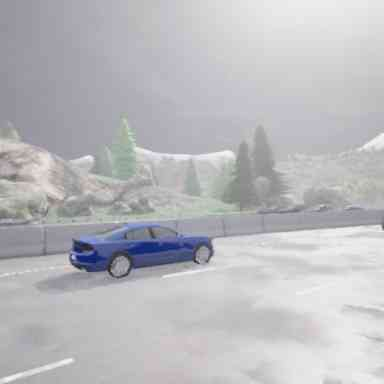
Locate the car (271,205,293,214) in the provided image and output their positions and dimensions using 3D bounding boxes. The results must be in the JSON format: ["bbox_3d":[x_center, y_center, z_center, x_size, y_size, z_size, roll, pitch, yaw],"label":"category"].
[{"bbox_3d":[12.456,2.258,40.107,5.008,1.535,1.882,0,-2,-26],"label":"car"}]

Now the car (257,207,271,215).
[{"bbox_3d":[11.183,2.437,43.375,5.357,1.411,2.033,0,-1,-26],"label":"car"}]

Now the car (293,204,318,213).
[{"bbox_3d":[14.217,2.198,37.071,4.902,1.511,2.128,0,-1,-26],"label":"car"}]

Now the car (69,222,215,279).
[{"bbox_3d":[-1.475,1.766,11.219,5.008,1.535,1.882,0,-2,-36],"label":"car"}]

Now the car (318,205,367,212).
[{"bbox_3d":[15.734,2.118,33.918,4.902,1.511,2.128,0,-1,-26],"label":"car"}]

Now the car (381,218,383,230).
[{"bbox_3d":[13.857,1.839,20.940,4.674,1.442,1.812,0,-2,-29],"label":"car"}]
